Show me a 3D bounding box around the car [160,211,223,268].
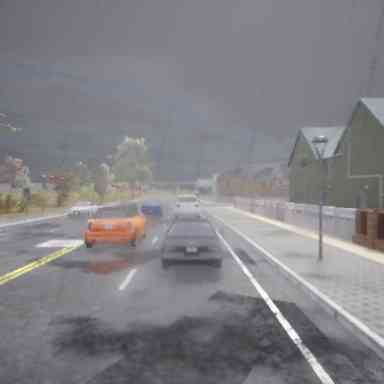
[{"bbox_3d":[-0.021,1.591,11.369,2.033,1.411,5.357,0,0,0],"label":"car"}]

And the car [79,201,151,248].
[{"bbox_3d":[-3.323,1.413,15.367,2.097,1.767,4.553,0,0,-1],"label":"car"}]

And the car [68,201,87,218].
[{"bbox_3d":[-10.442,1.653,32.187,1.812,1.442,4.674,0,0,-2],"label":"car"}]

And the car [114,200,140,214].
[{"bbox_3d":[-7.415,1.694,38.468,2.033,1.411,5.357,0,0,-2],"label":"car"}]

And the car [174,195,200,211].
[{"bbox_3d":[-0.440,1.331,30.121,2.150,2.045,5.566,0,0,-2],"label":"car"}]

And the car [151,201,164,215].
[{"bbox_3d":[-3.779,1.600,32.540,1.882,1.535,5.008,0,0,-2],"label":"car"}]
